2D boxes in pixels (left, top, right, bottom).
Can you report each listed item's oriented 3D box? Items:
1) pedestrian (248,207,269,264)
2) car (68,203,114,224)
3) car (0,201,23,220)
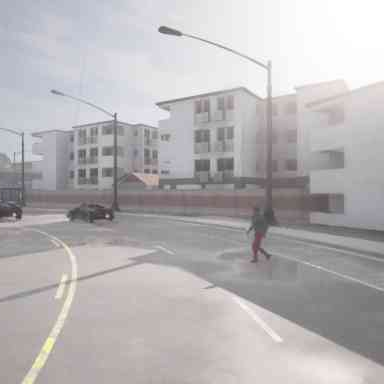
[{"bbox_3d":[2.081,1.294,10.449,0.375,1.860,0.375,0,0,-18],"label":"pedestrian"},{"bbox_3d":[-7.616,1.525,25.089,4.674,1.442,1.812,0,0,45],"label":"car"},{"bbox_3d":[-15.689,1.504,27.199,4.892,1.490,1.837,0,0,37],"label":"car"}]
